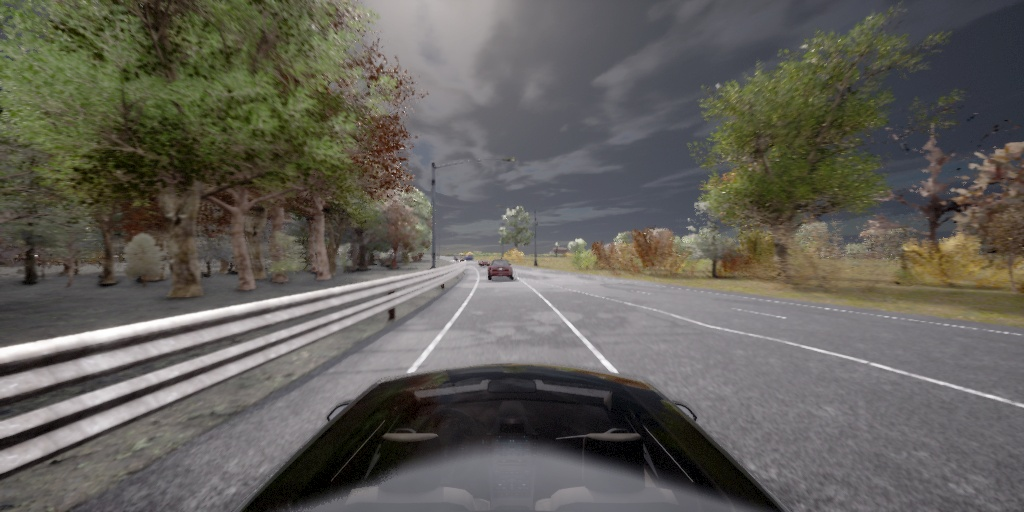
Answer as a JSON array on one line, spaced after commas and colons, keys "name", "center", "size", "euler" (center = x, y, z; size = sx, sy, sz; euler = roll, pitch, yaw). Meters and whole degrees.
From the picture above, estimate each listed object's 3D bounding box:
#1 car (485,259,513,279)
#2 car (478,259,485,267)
[{"name": "car", "center": [-1.132, 1.095, 32.058], "size": [2.097, 1.767, 4.553], "euler": [0, 0, -5]}, {"name": "car", "center": [-5.083, 1.243, 64.262], "size": [1.895, 1.301, 4.718], "euler": [0, 0, -10]}]
